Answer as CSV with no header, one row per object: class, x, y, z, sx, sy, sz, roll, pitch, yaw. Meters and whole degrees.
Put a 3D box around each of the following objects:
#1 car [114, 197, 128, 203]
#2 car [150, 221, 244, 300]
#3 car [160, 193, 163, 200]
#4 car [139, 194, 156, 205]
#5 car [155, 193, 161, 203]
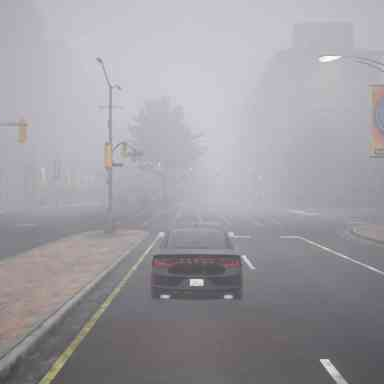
car,-14.460,1.595,67.846,1.895,1.301,4.718,0,0,0
car,0.114,1.478,8.462,1.882,1.535,5.008,0,0,1
car,-7.674,1.225,76.484,2.150,2.045,5.566,0,0,0
car,-7.841,1.505,56.473,1.837,1.490,4.892,0,0,1
car,-7.754,1.526,65.732,1.812,1.442,4.674,0,0,1
